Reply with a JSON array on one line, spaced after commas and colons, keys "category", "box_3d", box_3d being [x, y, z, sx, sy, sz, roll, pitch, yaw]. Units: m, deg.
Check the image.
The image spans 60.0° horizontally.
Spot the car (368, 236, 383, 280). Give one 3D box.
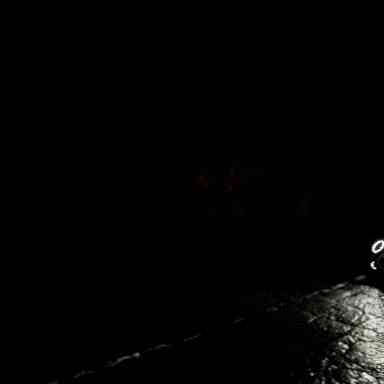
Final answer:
[{"category": "car", "box_3d": [6.434, 1.302, 8.635, 4.553, 1.767, 2.097, 0, 0, -40]}]
